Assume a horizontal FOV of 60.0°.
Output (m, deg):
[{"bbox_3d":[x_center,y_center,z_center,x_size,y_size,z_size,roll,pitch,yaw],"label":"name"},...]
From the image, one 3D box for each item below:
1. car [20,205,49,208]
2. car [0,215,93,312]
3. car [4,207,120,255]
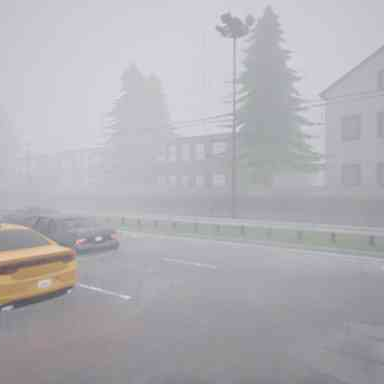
[{"bbox_3d":[-9.197,1.460,19.149,4.181,1.385,1.994,0,0,36],"label":"car"},{"bbox_3d":[-4.587,1.433,7.257,5.008,1.535,1.882,0,0,36],"label":"car"},{"bbox_3d":[-4.948,1.487,11.820,5.357,1.411,2.033,0,0,35],"label":"car"}]
